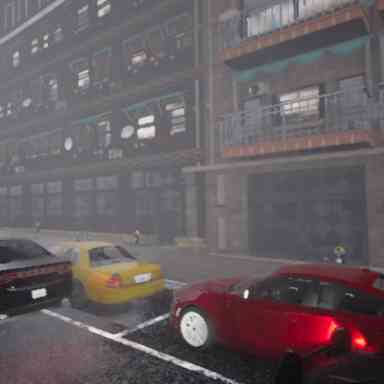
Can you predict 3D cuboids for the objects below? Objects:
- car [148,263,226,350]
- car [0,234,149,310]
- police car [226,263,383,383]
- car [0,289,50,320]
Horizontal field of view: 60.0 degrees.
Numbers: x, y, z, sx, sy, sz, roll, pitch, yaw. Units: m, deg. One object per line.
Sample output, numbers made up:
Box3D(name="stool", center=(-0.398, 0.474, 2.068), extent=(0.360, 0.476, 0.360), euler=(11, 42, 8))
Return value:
Box3D(name="car", center=(1.689, 1.714, 4.822), extent=(4.507, 1.381, 1.887), euler=(-1, -4, 37))
Box3D(name="car", center=(-2.870, 1.769, 8.247), extent=(4.829, 1.417, 1.752), euler=(-1, -4, 37))
Box3D(name="police car", center=(2.662, 1.490, 1.209), extent=(1.930, 1.638, 5.238), euler=(2, -2, -38))
Box3D(name="car", center=(-4.699, 1.684, 7.423), extent=(5.008, 1.535, 1.882), euler=(-1, -2, 37))
